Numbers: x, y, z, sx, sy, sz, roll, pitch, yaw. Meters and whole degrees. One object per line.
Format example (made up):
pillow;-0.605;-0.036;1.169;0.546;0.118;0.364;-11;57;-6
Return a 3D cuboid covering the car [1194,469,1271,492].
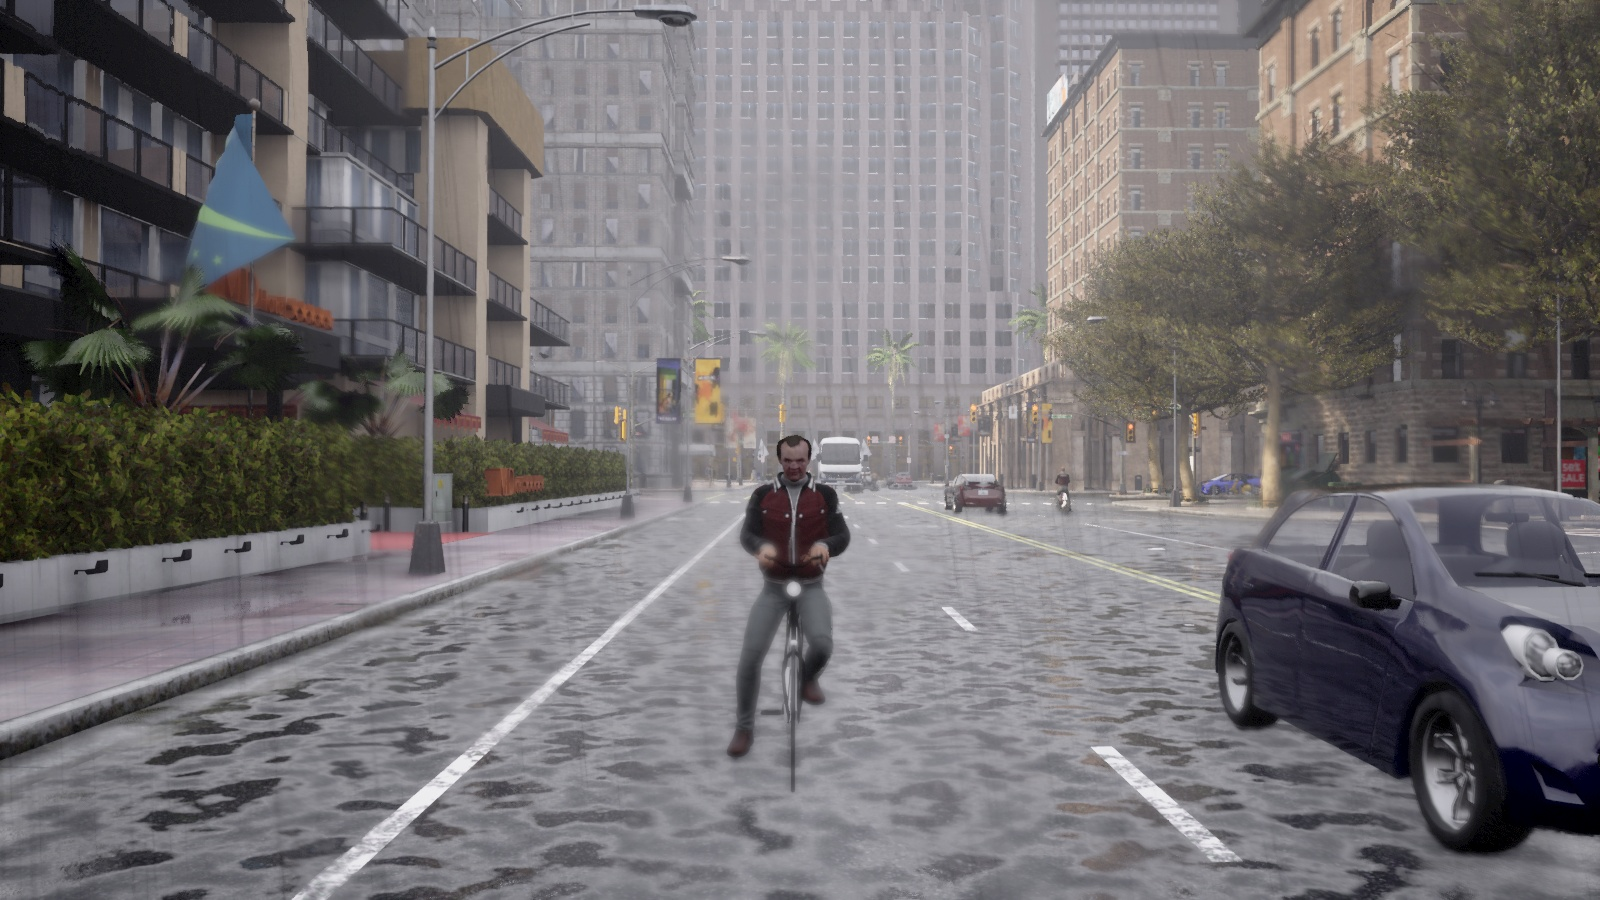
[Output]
car;29.324;2.072;85.222;4.514;1.525;2.007;0;-1;1

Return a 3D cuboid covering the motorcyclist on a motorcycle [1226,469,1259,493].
motorcyclist on a motorcycle;28.779;2.021;81.705;1.817;1.590;0.866;0;-1;1

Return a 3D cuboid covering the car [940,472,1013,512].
car;6.819;1.608;48.996;2.163;1.488;4.792;0;-1;0

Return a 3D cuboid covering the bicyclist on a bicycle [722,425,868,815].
bicyclist on a bicycle;-0.027;0.797;6.670;0.659;1.776;1.843;0;-1;0

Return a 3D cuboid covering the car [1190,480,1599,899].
car;3.475;0.921;6.353;1.845;1.501;3.633;0;-1;0
